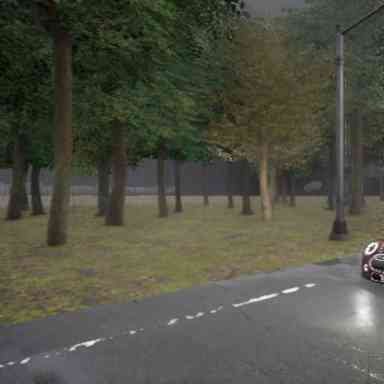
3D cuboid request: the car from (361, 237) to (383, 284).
[{"bbox_3d":[6.339,1.375,8.517,4.553,1.767,2.097,0,0,-35],"label":"car"}]
